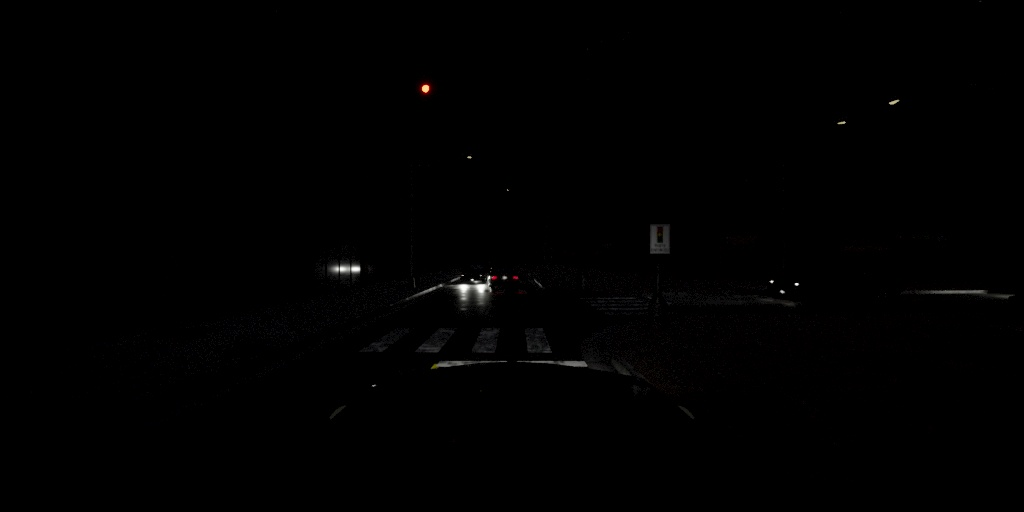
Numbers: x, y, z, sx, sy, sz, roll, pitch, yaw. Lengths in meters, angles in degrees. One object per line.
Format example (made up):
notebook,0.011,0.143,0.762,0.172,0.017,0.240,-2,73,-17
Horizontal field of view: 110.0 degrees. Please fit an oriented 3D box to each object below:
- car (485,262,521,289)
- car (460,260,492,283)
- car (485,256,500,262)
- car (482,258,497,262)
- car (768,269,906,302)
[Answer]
car,-0.413,1.301,23.144,2.033,1.411,5.357,0,0,0
car,-2.883,1.303,28.057,2.033,1.411,5.357,0,0,-1
car,-2.873,0.995,48.985,2.150,2.045,5.566,0,0,0
car,-2.875,1.268,38.465,1.837,1.490,4.892,0,0,0
car,14.234,1.263,15.951,4.718,1.301,1.895,0,0,0
